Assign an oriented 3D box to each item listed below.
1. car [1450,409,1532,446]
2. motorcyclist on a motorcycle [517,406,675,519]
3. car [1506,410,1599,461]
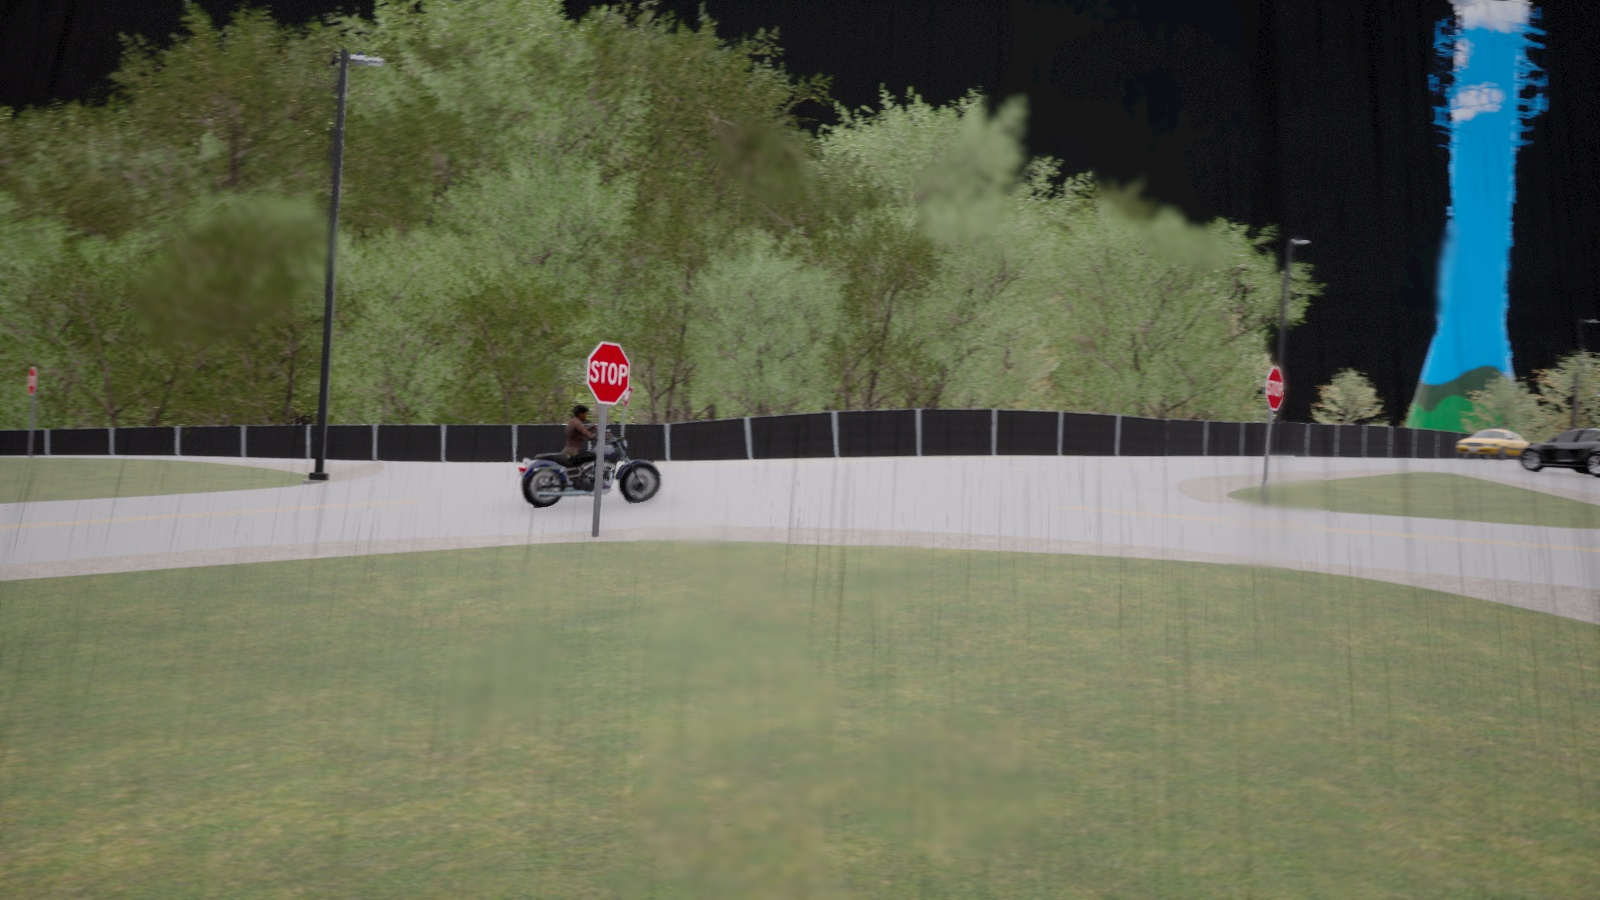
[{"bbox_3d":[31.944,-1.009,57.999,5.366,1.575,1.801,1,1,-44],"label":"car"},{"bbox_3d":[-3.224,0.159,19.959,2.350,1.649,0.766,-2,5,-32],"label":"motorcyclist on a motorcycle"},{"bbox_3d":[24.629,-0.474,39.173,2.163,1.488,4.792,1,2,-5],"label":"car"}]
